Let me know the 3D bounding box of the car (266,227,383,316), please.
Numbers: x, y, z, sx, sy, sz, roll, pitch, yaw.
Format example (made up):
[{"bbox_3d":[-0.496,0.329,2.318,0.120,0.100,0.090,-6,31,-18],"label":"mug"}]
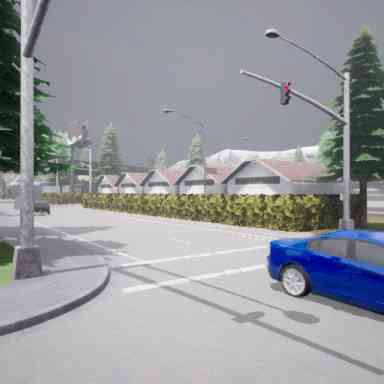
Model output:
[{"bbox_3d":[3.749,1.535,6.469,1.882,1.535,5.008,0,1,-36],"label":"car"}]

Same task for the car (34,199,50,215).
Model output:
[{"bbox_3d":[-15.359,1.396,32.678,1.882,1.535,5.008,0,0,-36],"label":"car"}]
